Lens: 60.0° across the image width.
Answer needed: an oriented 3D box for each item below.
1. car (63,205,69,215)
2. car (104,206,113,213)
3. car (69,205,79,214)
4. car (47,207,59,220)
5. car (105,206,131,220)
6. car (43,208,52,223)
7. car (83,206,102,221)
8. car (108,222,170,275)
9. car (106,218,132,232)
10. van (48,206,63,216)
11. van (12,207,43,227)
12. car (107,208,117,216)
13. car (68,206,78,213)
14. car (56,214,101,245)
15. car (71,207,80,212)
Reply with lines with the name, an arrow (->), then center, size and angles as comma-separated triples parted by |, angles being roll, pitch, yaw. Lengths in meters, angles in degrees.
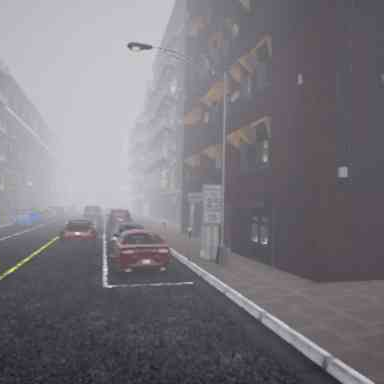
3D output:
car -> -21.544, 3.119, 53.420 | 2.192, 1.841, 5.009 | 1, -2, -15
car -> -22.116, 4.569, 88.359 | 2.192, 1.841, 5.009 | 1, -2, -15
car -> -27.327, 3.919, 75.311 | 2.192, 1.841, 5.009 | 1, -2, -15
car -> -18.611, 2.988, 42.475 | 1.802, 1.307, 4.206 | 1, -2, -15
car -> -6.186, 2.371, 28.167 | 2.192, 1.841, 5.009 | 1, -2, -15
car -> -17.160, 2.789, 37.005 | 1.802, 1.307, 4.206 | 1, -2, -15
car -> -12.514, 2.727, 41.939 | 2.150, 2.045, 5.566 | 2, -2, -14
car -> -1.931, 2.019, 12.074 | 1.887, 1.381, 4.507 | 1, -2, -15
car -> -3.291, 2.226, 17.214 | 1.947, 1.339, 4.313 | 1, -2, -15
van -> -20.069, 2.946, 47.955 | 1.690, 1.788, 3.998 | 1, -2, -15
van -> -15.710, 2.349, 31.542 | 1.690, 1.788, 3.998 | 1, -2, -15
car -> -15.617, 3.932, 65.043 | 1.812, 1.442, 4.674 | 2, -2, -15
car -> -28.776, 4.245, 80.778 | 1.967, 1.590, 4.097 | 1, -2, -15
car -> -6.626, 2.261, 19.720 | 1.994, 1.385, 4.181 | 2, -2, -15
car -> -30.225, 4.571, 86.245 | 1.947, 1.339, 4.313 | 1, -2, -15
